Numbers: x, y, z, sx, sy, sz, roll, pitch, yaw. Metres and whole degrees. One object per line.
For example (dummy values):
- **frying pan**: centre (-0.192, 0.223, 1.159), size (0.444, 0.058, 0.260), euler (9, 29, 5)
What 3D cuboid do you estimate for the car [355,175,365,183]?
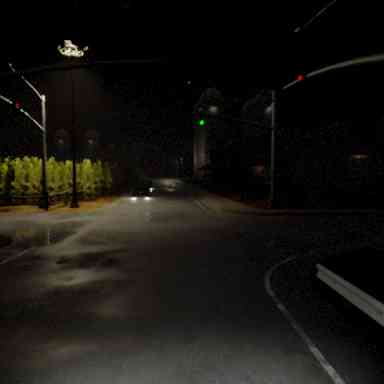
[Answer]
- **car**: centre (41.477, -3.191, 81.345), size (1.905, 1.878, 3.866), euler (10, 11, 40)

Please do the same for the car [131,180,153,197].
- **car**: centre (-5.692, -0.295, 37.458), size (1.837, 1.490, 4.892), euler (0, 3, -6)
